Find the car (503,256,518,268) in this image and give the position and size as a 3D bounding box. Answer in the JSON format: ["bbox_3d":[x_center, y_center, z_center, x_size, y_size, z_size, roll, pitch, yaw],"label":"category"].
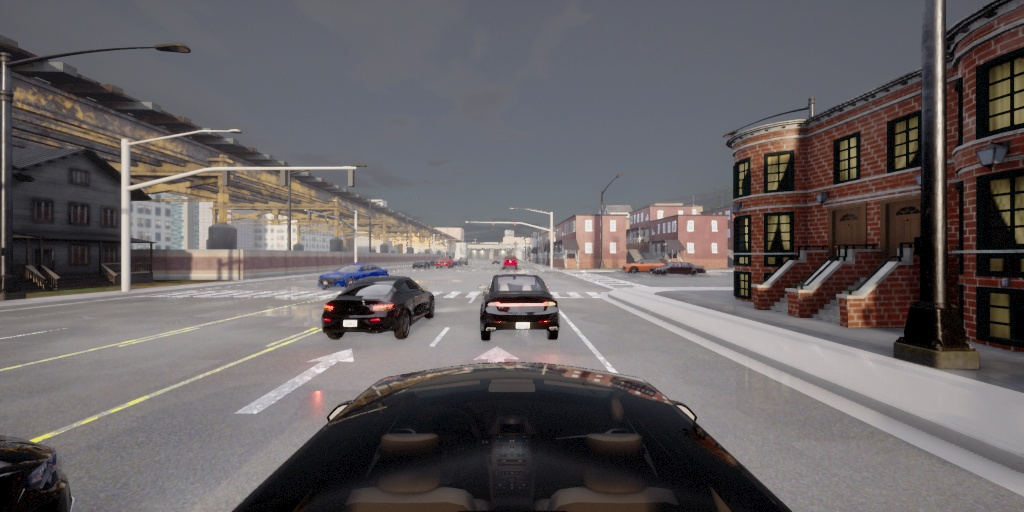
[{"bbox_3d":[-0.189,0.971,56.551,2.150,2.045,5.566,0,0,1],"label":"car"}]

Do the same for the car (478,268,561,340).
[{"bbox_3d":[0.091,1.242,9.927,2.128,1.511,4.902,0,0,-3],"label":"car"}]

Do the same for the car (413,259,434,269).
[{"bbox_3d":[-14.239,1.314,56.571,1.994,1.385,4.181,0,0,0],"label":"car"}]

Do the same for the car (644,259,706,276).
[{"bbox_3d":[16.896,1.297,36.741,5.357,1.411,2.033,0,0,0],"label":"car"}]

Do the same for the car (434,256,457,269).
[{"bbox_3d":[-10.747,0.971,57.671,2.150,2.045,5.566,0,0,-1],"label":"car"}]

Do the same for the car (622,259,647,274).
[{"bbox_3d":[14.739,1.102,40.225,4.553,1.767,2.097,0,0,0],"label":"car"}]

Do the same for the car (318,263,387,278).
[{"bbox_3d":[-9.751,1.228,22.341,1.882,1.535,5.008,-1,0,14],"label":"car"}]

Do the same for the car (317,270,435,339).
[{"bbox_3d":[-3.451,1.276,9.960,1.812,1.442,4.674,0,0,0],"label":"car"}]
